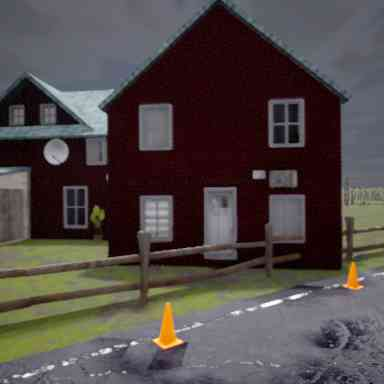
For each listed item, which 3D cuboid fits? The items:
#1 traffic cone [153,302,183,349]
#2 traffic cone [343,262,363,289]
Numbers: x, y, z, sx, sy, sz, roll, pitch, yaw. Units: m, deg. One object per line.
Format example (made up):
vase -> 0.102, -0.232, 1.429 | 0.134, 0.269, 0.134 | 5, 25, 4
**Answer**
traffic cone -> -0.358, 1.961, 5.000 | 0.340, 0.580, 0.340 | 0, 0, -36
traffic cone -> 3.823, 1.956, 7.892 | 0.340, 0.580, 0.340 | 0, 0, -34
